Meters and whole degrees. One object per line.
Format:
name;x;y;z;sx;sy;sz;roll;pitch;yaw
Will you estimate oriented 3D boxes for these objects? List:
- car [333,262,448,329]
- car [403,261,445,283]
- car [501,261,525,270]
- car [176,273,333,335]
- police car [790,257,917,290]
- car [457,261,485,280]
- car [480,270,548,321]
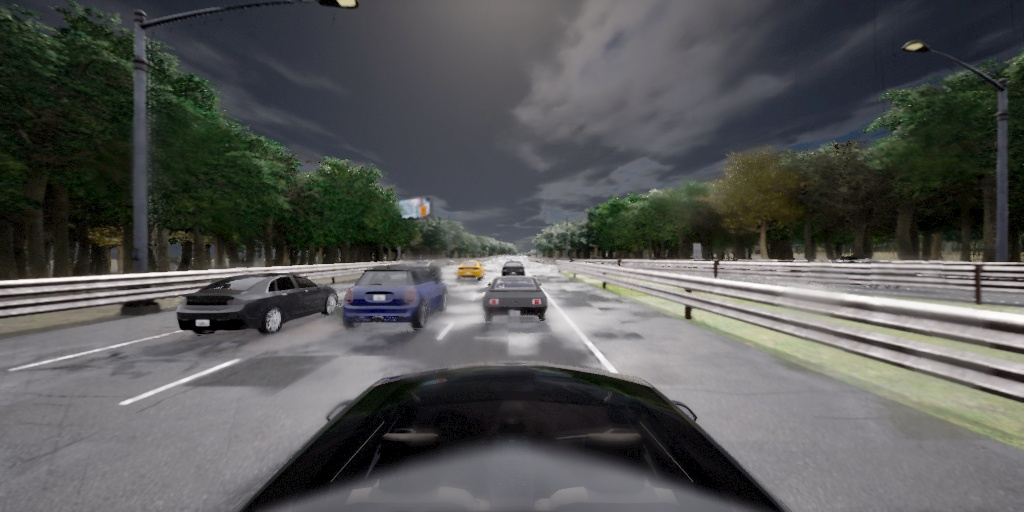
car;-3.399;1.085;11.306;2.097;1.767;4.553;0;0;0
car;-6.897;1.198;28.692;2.128;1.511;4.902;0;0;0
car;0.104;1.183;30.316;1.882;1.535;5.008;0;0;0
car;-6.897;1.240;10.416;1.837;1.490;4.892;0;0;0
police car;17.915;0.857;19.262;1.930;1.638;5.238;0;0;-17
car;-3.397;1.183;30.334;1.882;1.535;5.008;0;0;0
car;0.095;1.331;12.415;1.895;1.301;4.718;0;0;0
